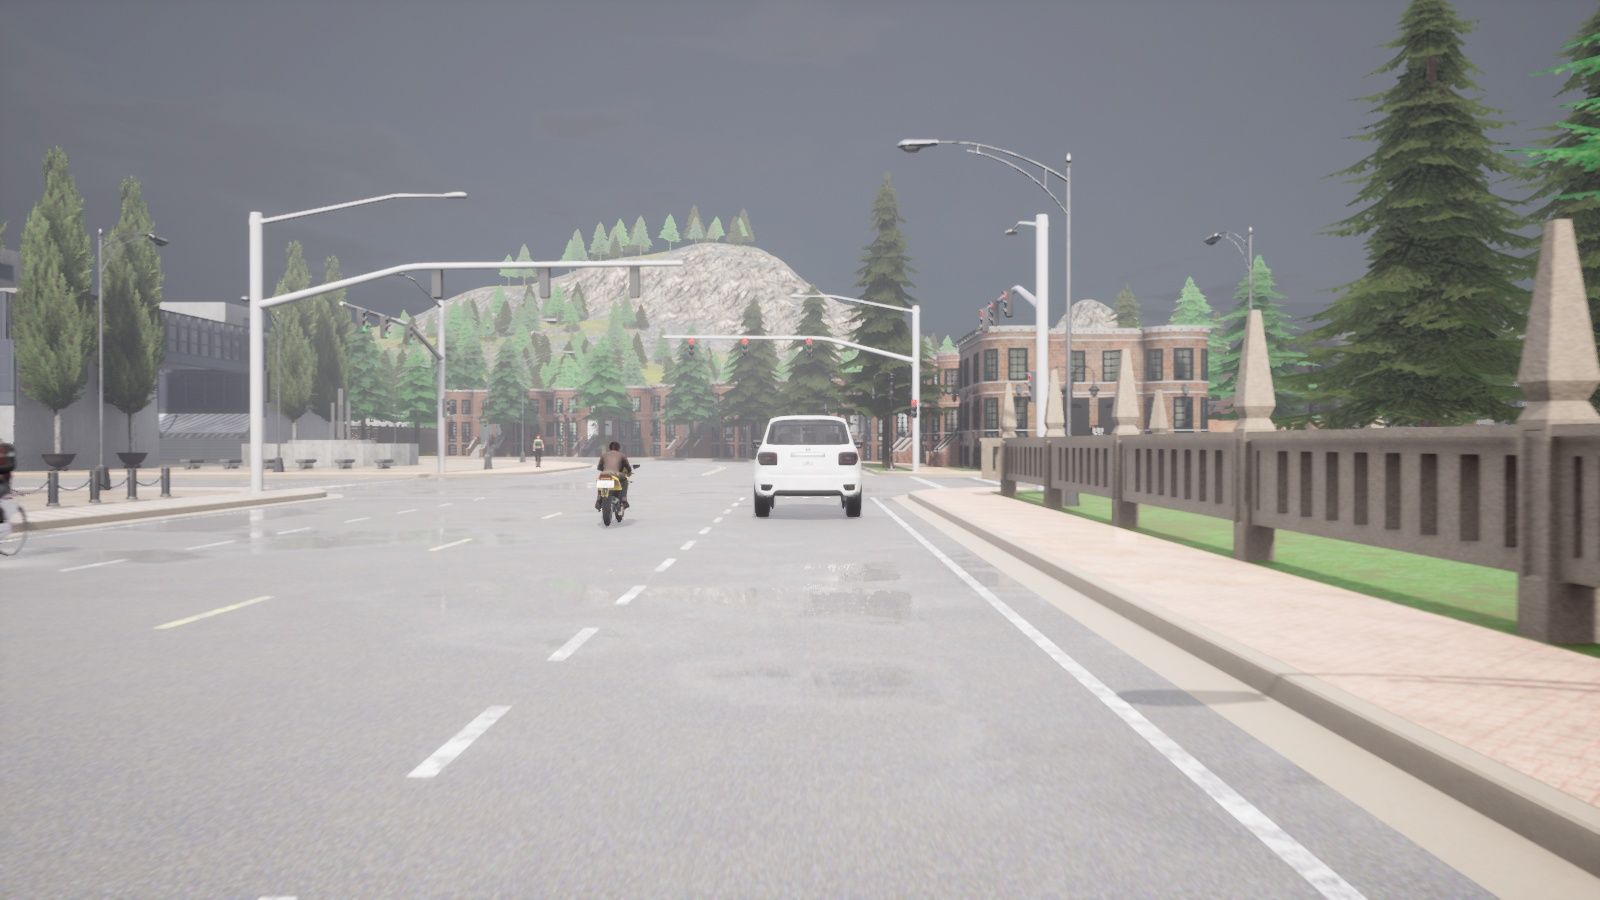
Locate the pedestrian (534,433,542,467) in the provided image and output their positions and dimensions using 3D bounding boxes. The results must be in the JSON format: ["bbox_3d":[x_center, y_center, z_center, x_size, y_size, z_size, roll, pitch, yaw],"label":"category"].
[{"bbox_3d":[-14.225,0.010,68.118,0.345,1.836,0.594,0,0,-6],"label":"pedestrian"}]

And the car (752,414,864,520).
[{"bbox_3d":[0.169,0.314,26.905,2.150,2.045,5.566,0,0,0],"label":"car"}]

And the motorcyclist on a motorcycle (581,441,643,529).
[{"bbox_3d":[-3.357,0.598,22.640,0.797,1.523,2.044,0,0,0],"label":"motorcyclist on a motorcycle"}]

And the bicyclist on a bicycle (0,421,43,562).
[{"bbox_3d":[-10.395,0.520,15.773,0.659,1.776,1.843,0,0,0],"label":"bicyclist on a bicycle"}]
